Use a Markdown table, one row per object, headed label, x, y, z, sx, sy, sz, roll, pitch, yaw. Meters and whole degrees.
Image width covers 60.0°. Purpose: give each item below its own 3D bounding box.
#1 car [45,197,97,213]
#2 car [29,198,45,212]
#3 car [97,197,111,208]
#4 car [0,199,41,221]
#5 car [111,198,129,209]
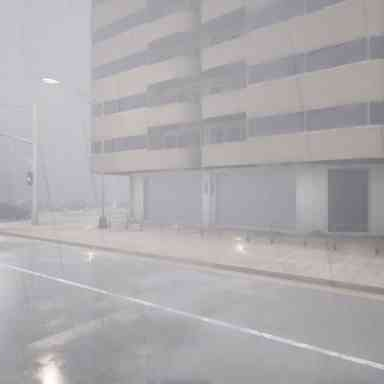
| label | x | y | z | sx | sy | sz | roll | pitch | yaw |
| --- | --- | --- | --- | --- | --- | --- | --- | --- | --- |
| car | -13.765 | 1.505 | 38.056 | 1.837 | 1.490 | 4.892 | 0 | 0 | 37 |
| car | -18.479 | 1.505 | 37.577 | 1.837 | 1.490 | 4.892 | 0 | 0 | 37 |
| car | -12.964 | 1.505 | 45.014 | 1.837 | 1.490 | 4.892 | 0 | 0 | 37 |
| car | -14.342 | 1.525 | 25.184 | 1.812 | 1.442 | 4.674 | 0 | 0 | 37 |
| car | -8.138 | 1.478 | 45.646 | 1.882 | 1.535 | 5.008 | 0 | 0 | 37 |
